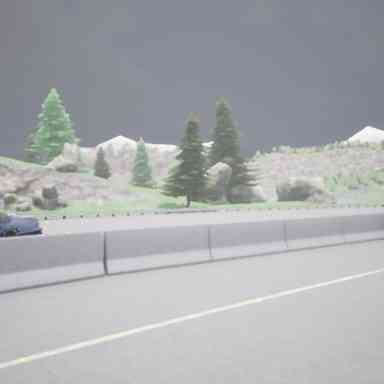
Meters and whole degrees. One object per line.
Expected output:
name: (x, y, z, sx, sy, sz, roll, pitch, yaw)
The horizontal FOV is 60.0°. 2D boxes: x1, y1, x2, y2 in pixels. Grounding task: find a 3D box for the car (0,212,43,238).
car: (-9.437, 1.536, 14.374, 5.357, 1.411, 2.033, 0, 0, -35)
